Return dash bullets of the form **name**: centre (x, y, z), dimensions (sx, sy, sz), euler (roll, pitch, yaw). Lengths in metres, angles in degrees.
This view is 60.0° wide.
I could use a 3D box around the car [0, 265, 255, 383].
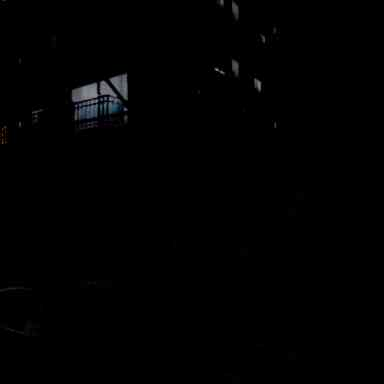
- **car**: centre (-1.402, 1.564, 3.874), dimensions (4.313, 1.339, 1.947), euler (0, 0, 35)
